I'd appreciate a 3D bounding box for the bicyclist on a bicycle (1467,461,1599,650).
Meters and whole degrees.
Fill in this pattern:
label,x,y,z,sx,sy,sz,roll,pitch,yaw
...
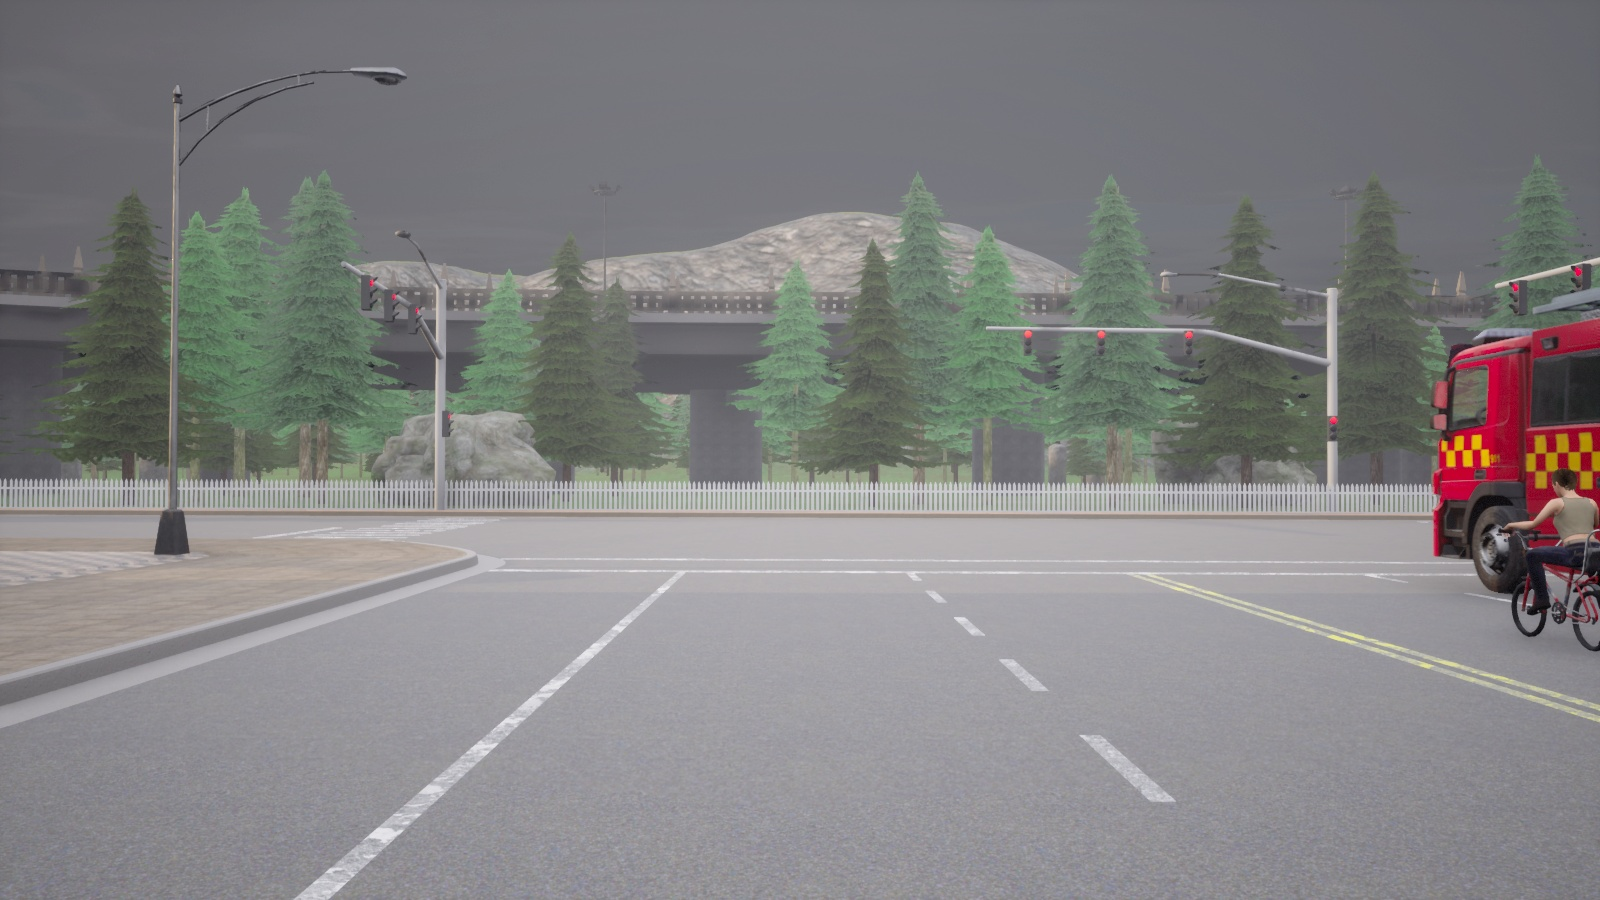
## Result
label,x,y,z,sx,sy,sz,roll,pitch,yaw
bicyclist on a bicycle,6.975,0.916,11.527,0.866,1.612,1.509,0,-1,0

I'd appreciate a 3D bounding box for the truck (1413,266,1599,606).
label,x,y,z,sx,sy,sz,roll,pitch,yaw
truck,10.458,-0.157,14.163,2.891,3.827,8.468,0,-1,0
